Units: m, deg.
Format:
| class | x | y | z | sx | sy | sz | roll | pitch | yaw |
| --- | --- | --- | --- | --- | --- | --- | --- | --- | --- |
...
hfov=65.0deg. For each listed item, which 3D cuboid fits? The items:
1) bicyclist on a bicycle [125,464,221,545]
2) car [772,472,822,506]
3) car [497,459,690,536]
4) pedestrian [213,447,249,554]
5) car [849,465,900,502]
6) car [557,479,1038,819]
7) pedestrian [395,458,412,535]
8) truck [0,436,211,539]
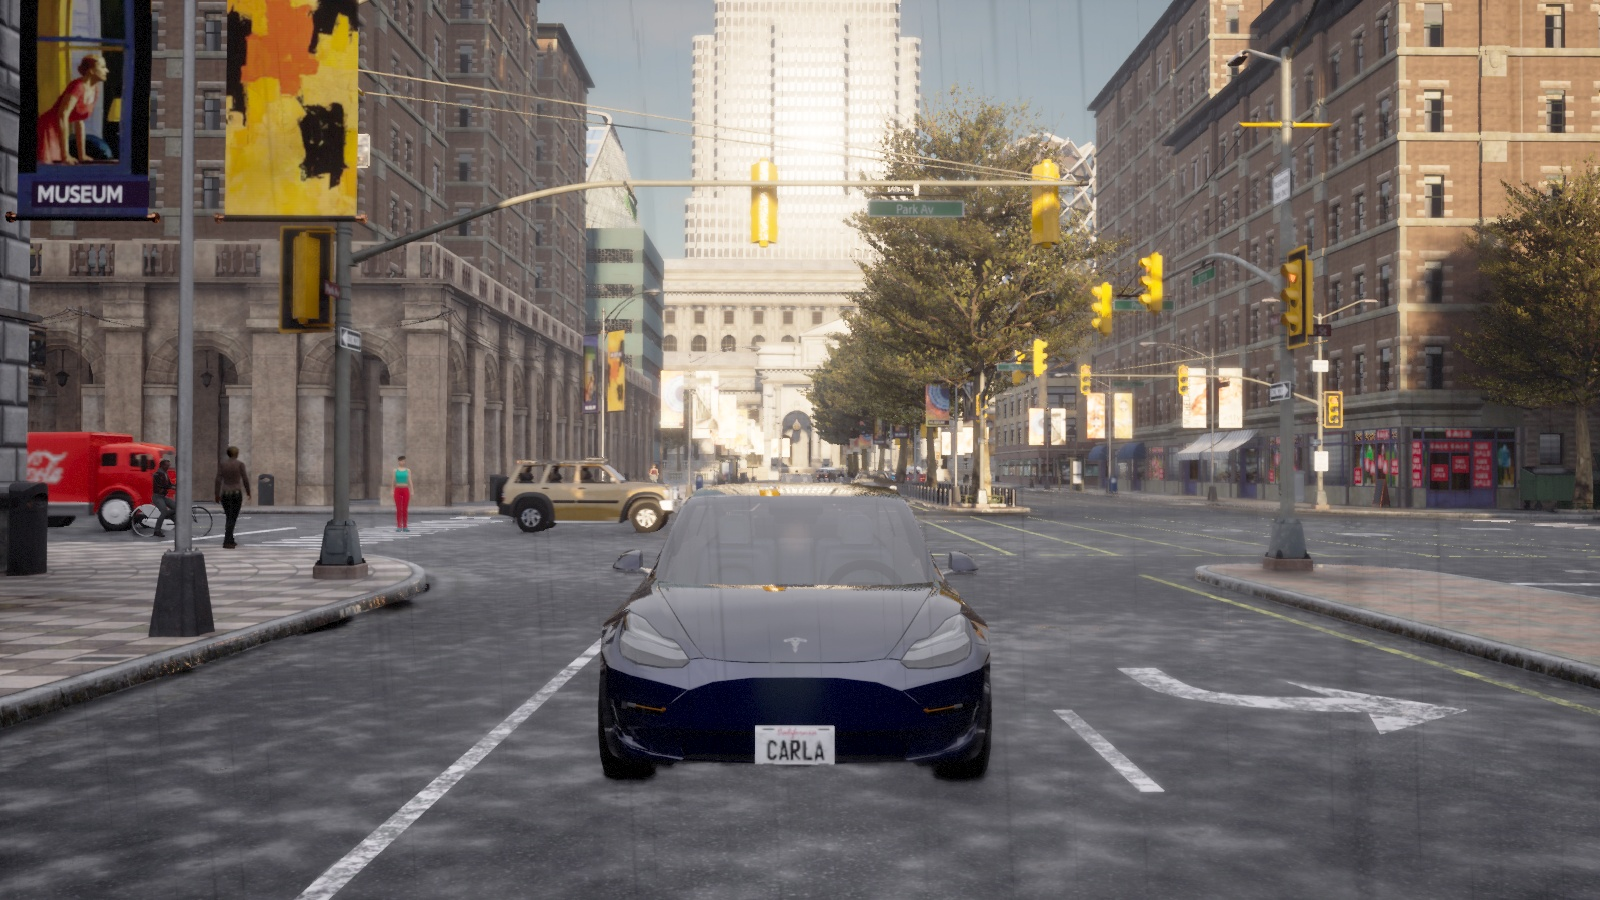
| class | x | y | z | sx | sy | sz | roll | pitch | yaw |
| --- | --- | --- | --- | --- | --- | --- | --- | --- | --- |
| bicyclist on a bicycle | -14.120 | 1.216 | 28.301 | 1.843 | 1.776 | 0.659 | 0 | -1 | 0 |
| car | -0.140 | 1.785 | 57.926 | 2.163 | 1.488 | 4.792 | 0 | -1 | 0 |
| car | -5.163 | 1.186 | 31.879 | 4.605 | 1.855 | 1.932 | 0 | -1 | 0 |
| pedestrian | -9.958 | 0.880 | 22.000 | 0.331 | 1.846 | 0.634 | 0 | -1 | 1 |
| car | 3.435 | 1.566 | 58.898 | 2.152 | 1.651 | 5.027 | 0 | -1 | 1 |
| car | -0.020 | 0.950 | 8.059 | 2.163 | 1.488 | 4.792 | 0 | -1 | 0 |
| pedestrian | -9.557 | 1.116 | 30.254 | 0.345 | 1.836 | 0.594 | 0 | -1 | -23 |
| truck | -18.114 | 0.937 | 31.778 | 5.204 | 2.467 | 2.627 | -1 | -1 | -1 |
